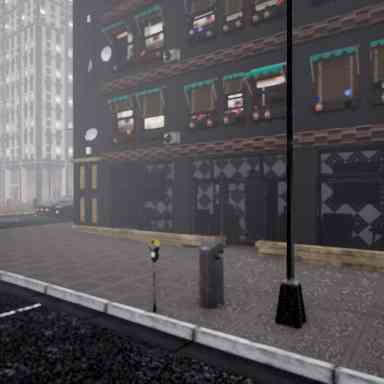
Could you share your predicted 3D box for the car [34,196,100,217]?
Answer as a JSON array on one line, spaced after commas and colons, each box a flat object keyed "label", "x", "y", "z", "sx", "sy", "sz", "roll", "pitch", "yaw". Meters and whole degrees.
[{"label": "car", "x": -10.526, "y": 1.169, "z": 28.381, "sx": 2.128, "sy": 1.511, "sz": 4.902, "roll": 0, "pitch": 1, "yaw": 35}]

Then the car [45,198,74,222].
[{"label": "car", "x": -7.349, "y": 1.268, "z": 22.815, "sx": 1.947, "sy": 1.339, "sz": 4.313, "roll": 1, "pitch": 1, "yaw": 35}]

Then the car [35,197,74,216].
[{"label": "car", "x": -9.000, "y": 1.241, "z": 25.315, "sx": 2.033, "sy": 1.411, "sz": 5.357, "roll": 0, "pitch": 1, "yaw": 38}]
